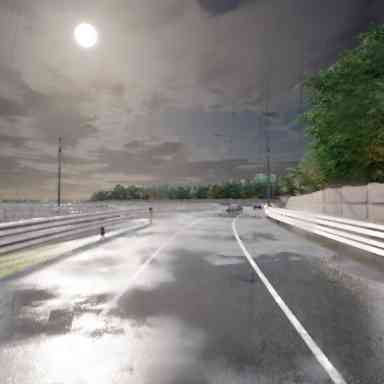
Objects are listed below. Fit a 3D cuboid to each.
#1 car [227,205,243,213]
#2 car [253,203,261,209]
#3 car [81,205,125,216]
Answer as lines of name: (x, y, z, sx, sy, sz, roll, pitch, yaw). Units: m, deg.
car: (7.855, 3.034, 60.451, 1.994, 1.385, 4.181, 0, -2, 26)
car: (17.634, 3.749, 90.145, 2.097, 1.767, 4.553, 0, -2, 9)
car: (-9.328, 2.159, 35.350, 1.837, 1.490, 4.892, -1, -2, 42)
